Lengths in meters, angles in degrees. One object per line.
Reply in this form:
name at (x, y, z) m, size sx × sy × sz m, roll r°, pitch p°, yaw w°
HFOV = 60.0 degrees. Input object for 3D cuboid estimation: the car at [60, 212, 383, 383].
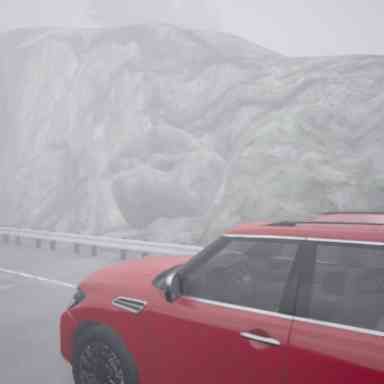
car at (1.150, 1.213, 3.080) m, size 5.566 × 2.045 × 2.150 m, roll 0°, pitch 0°, yaw 35°
